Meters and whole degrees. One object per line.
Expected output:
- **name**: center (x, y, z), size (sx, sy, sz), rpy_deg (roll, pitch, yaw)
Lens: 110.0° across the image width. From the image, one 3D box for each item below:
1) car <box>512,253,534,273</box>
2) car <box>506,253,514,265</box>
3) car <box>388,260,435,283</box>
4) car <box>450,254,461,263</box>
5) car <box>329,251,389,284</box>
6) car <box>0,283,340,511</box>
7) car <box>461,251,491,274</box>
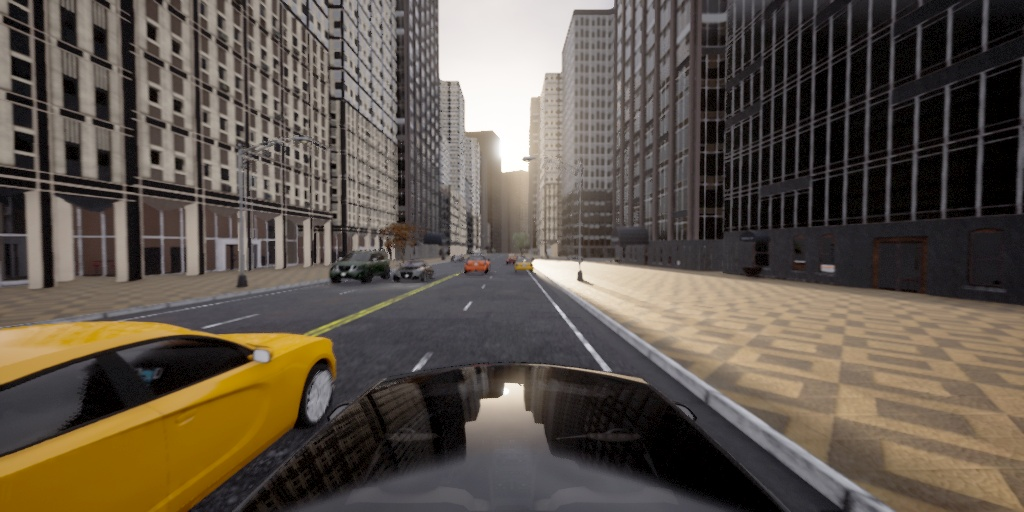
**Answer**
- **car**: center (1.130, 0.774, 35.058), size (1.801, 1.575, 5.366), rpy_deg (0, 1, 0)
- **car**: center (-0.006, 0.667, 54.543), size (1.895, 1.301, 4.718), rpy_deg (0, 1, 0)
- **car**: center (-6.597, 1.019, 24.447), size (1.994, 1.385, 4.181), rpy_deg (0, 1, 0)
- **car**: center (-9.782, 0.434, 64.158), size (2.128, 1.511, 4.902), rpy_deg (0, 1, 1)
- **car**: center (-9.849, 0.688, 23.738), size (2.150, 2.045, 5.566), rpy_deg (0, 0, 0)
- **car**: center (-3.149, 1.217, 2.527), size (1.882, 1.535, 5.008), rpy_deg (0, 1, 0)
- **car**: center (-3.159, 0.687, 33.705), size (2.097, 1.767, 4.553), rpy_deg (0, 1, 0)
